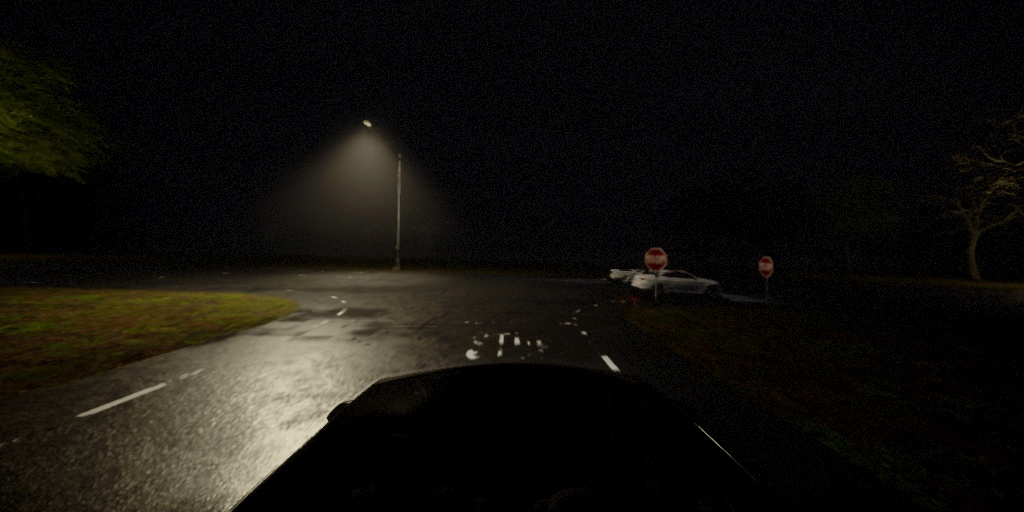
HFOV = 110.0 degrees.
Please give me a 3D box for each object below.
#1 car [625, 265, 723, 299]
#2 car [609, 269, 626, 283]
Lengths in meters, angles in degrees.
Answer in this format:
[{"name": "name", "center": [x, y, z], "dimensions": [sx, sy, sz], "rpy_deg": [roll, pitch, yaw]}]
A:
[{"name": "car", "center": [8.994, 1.443, 19.657], "dimensions": [4.674, 1.442, 1.812], "rpy_deg": [3, 2, 0]}, {"name": "car", "center": [9.733, 1.339, 26.647], "dimensions": [4.718, 1.301, 1.895], "rpy_deg": [2, 2, 0]}]
